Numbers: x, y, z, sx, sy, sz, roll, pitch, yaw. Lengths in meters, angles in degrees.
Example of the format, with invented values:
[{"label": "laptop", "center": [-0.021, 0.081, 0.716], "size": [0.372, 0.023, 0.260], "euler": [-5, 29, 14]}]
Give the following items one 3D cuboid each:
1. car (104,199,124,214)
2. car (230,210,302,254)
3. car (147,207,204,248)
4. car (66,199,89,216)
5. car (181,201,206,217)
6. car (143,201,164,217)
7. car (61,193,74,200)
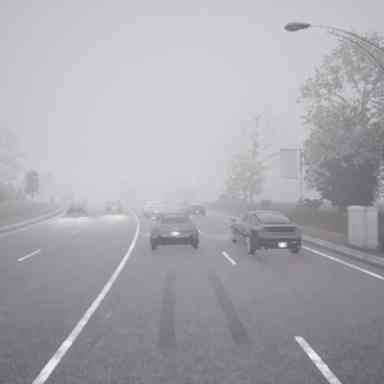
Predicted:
[{"label": "car", "center": [-8.574, 1.533, 36.451], "size": [2.128, 1.511, 4.902], "euler": [0, 0, -15]}, {"label": "car", "center": [2.806, 1.510, 13.497], "size": [1.837, 1.490, 4.892], "euler": [0, 0, -5]}, {"label": "car", "center": [-0.850, 1.577, 14.828], "size": [1.994, 1.385, 4.181], "euler": [0, 0, -6]}, {"label": "car", "center": [-11.347, 1.642, 33.249], "size": [1.895, 1.301, 4.718], "euler": [0, 0, -14]}, {"label": "car", "center": [0.004, 1.553, 31.473], "size": [1.812, 1.442, 4.674], "euler": [0, 0, -12]}, {"label": "car", "center": [-3.702, 1.558, 32.099], "size": [1.812, 1.442, 4.674], "euler": [0, 0, -12]}, {"label": "car", "center": [-26.871, 1.125, 71.624], "size": [2.150, 2.045, 5.566], "euler": [0, 0, -31]}]
